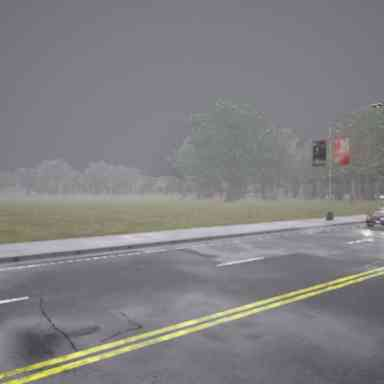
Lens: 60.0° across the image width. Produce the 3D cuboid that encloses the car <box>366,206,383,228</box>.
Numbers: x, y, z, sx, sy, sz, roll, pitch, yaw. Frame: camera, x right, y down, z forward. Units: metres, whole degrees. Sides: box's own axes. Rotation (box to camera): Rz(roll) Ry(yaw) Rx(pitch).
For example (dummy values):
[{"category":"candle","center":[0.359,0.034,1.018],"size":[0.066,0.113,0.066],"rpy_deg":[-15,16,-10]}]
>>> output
[{"category":"car","center":[12.760,1.474,20.781],"size":[4.674,1.442,1.812],"rpy_deg":[0,0,-36]}]
